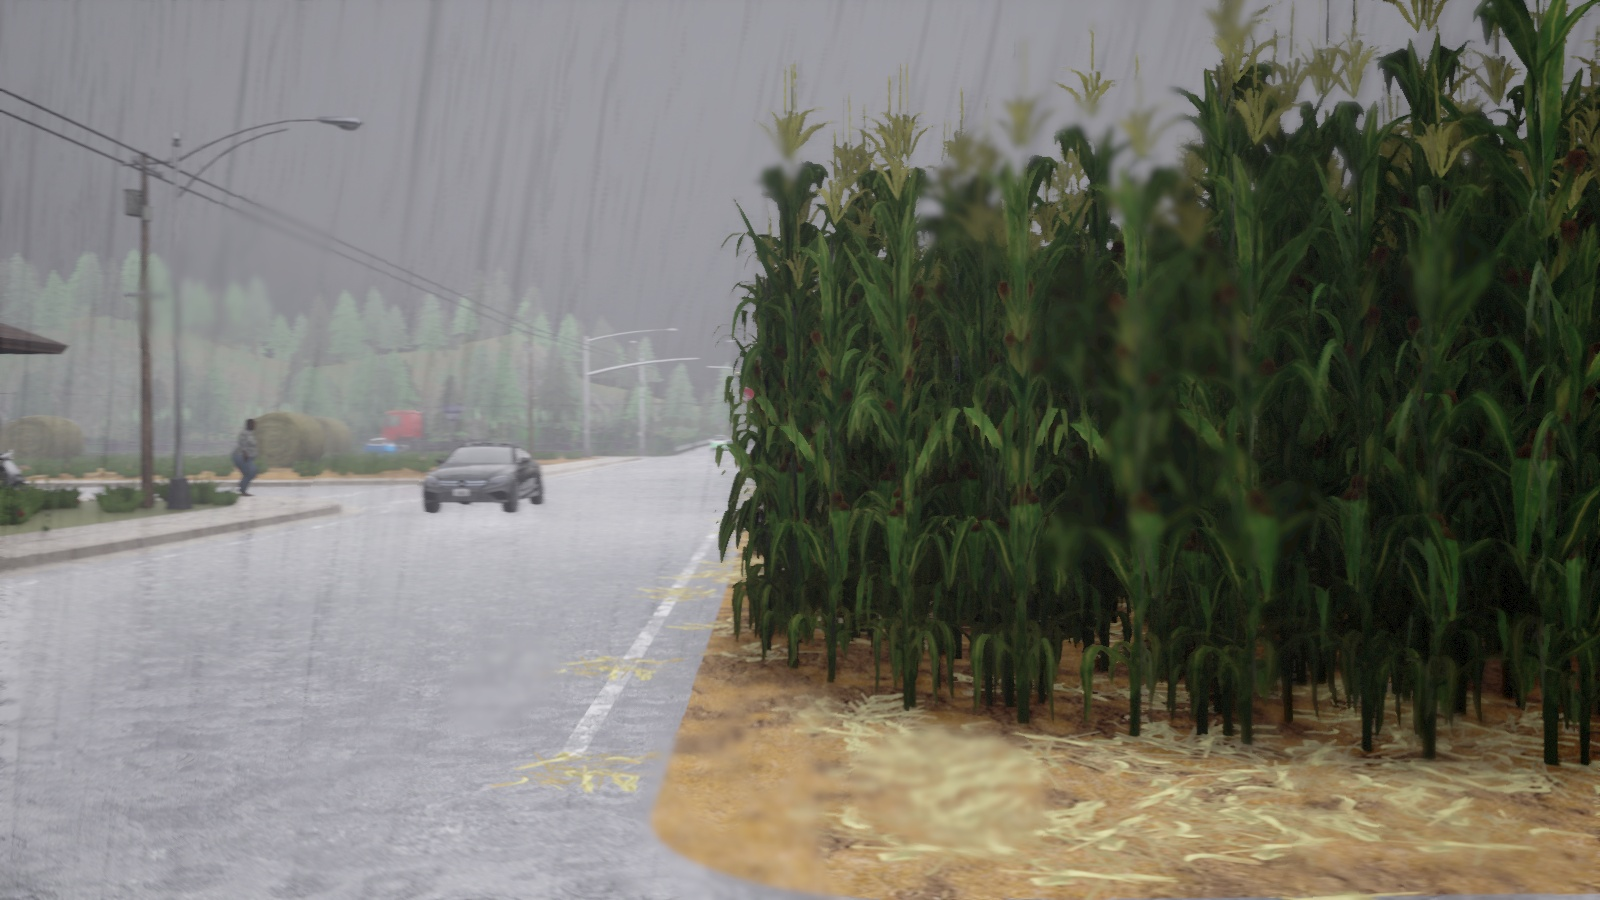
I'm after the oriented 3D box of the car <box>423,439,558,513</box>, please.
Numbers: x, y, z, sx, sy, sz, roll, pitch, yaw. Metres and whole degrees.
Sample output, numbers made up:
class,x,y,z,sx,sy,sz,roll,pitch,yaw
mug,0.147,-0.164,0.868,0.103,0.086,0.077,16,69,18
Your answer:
class,x,y,z,sx,sy,sz,roll,pitch,yaw
car,-6.594,0.496,27.281,1.812,1.442,4.674,0,1,0

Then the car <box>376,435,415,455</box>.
class,x,y,z,sx,sy,sz,roll,pitch,yaw
car,-28.709,-0.339,89.182,2.207,1.376,1.481,0,1,2

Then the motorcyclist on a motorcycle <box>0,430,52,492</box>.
class,x,y,z,sx,sy,sz,roll,pitch,yaw
motorcyclist on a motorcycle,-20.523,0.274,32.505,1.817,1.590,0.866,0,1,-1

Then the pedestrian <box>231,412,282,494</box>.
class,x,y,z,sx,sy,sz,roll,pitch,yaw
pedestrian,-12.555,0.062,29.058,0.900,1.855,0.874,0,1,-10

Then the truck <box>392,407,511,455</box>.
class,x,y,z,sx,sy,sz,roll,pitch,yaw
truck,-25.602,-1.402,92.564,7.936,3.462,2.891,0,1,3
